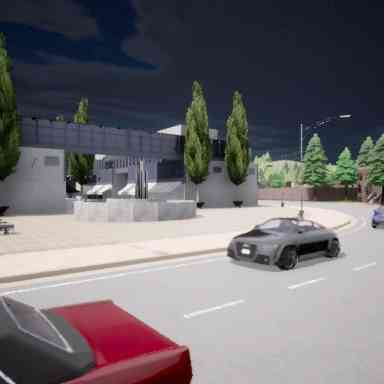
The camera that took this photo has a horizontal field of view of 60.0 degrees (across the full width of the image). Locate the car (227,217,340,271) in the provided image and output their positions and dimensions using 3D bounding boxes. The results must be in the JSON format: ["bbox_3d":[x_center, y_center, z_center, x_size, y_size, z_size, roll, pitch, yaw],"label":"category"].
[{"bbox_3d":[3.118,1.564,11.030,4.181,1.385,1.994,0,0,-40],"label":"car"}]

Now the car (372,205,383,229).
[{"bbox_3d":[12.621,1.525,21.056,1.812,1.442,4.674,0,0,34],"label":"car"}]

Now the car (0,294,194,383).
[{"bbox_3d":[-2.380,1.601,2.300,4.718,1.301,1.895,0,0,-37],"label":"car"}]
